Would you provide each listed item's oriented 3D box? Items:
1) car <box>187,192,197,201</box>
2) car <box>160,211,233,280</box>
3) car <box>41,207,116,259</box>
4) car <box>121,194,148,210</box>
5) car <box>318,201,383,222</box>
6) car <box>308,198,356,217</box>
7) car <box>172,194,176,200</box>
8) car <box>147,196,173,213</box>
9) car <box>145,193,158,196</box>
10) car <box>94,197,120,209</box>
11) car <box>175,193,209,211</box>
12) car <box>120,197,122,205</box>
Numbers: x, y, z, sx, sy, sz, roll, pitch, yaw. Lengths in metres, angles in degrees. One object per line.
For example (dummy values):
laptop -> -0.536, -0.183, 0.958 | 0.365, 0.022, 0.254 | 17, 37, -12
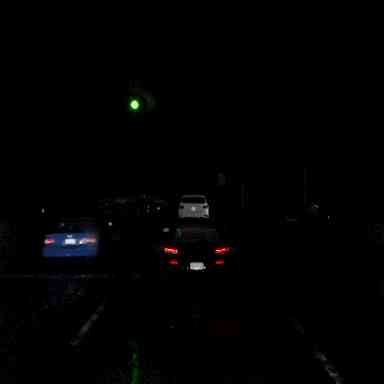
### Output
car -> 0.039, 1.027, 71.620 | 2.097, 1.767, 4.553 | 0, 1, 0
car -> 0.108, 1.511, 9.810 | 1.812, 1.442, 4.674 | 0, 0, 0
car -> -4.114, 1.528, 12.494 | 2.033, 1.411, 5.357 | 0, 0, -10
car -> -7.048, 1.411, 41.470 | 1.882, 1.535, 5.008 | 0, 0, 0
car -> 12.374, 1.560, 24.899 | 4.718, 1.301, 1.895 | 0, 0, -3
car -> 12.031, 1.305, 28.385 | 4.553, 1.767, 2.097 | 0, 0, -3
car -> -3.458, 1.218, 70.888 | 2.033, 1.411, 5.357 | 0, 1, 0
car -> -3.373, 1.468, 36.072 | 1.812, 1.442, 4.674 | 0, 0, 0
car -> -6.954, 1.309, 60.922 | 1.882, 1.535, 5.008 | 0, 1, 0
car -> -10.552, 1.461, 40.845 | 1.812, 1.442, 4.674 | 0, 0, 0
car -> 0.112, 1.183, 25.352 | 2.150, 2.045, 5.566 | 0, 0, 0
car -> -10.494, 1.441, 49.933 | 1.812, 1.442, 4.674 | 0, 0, 1
